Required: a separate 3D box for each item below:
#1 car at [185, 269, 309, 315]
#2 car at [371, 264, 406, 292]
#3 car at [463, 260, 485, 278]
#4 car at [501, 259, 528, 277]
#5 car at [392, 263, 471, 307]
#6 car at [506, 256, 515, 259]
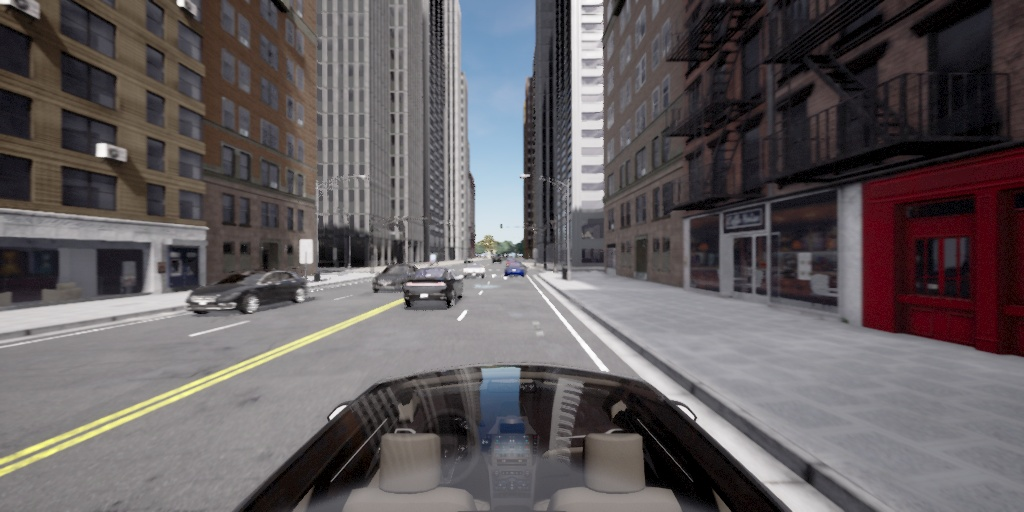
[{"bbox_3d":[-9.892,1.283,13.882,1.837,1.490,4.892,0,0,0],"label":"car"},{"bbox_3d":[-6.663,1.263,21.226,1.837,1.490,4.892,0,0,0],"label":"car"},{"bbox_3d":[-3.489,1.328,33.494,1.895,1.301,4.718,0,0,-4],"label":"car"},{"bbox_3d":[0.414,1.274,35.038,1.994,1.385,4.181,0,0,6],"label":"car"},{"bbox_3d":[-3.200,1.241,15.391,2.128,1.511,4.902,0,0,0],"label":"car"},{"bbox_3d":[-0.167,1.225,64.907,1.994,1.385,4.181,0,0,0],"label":"car"}]
